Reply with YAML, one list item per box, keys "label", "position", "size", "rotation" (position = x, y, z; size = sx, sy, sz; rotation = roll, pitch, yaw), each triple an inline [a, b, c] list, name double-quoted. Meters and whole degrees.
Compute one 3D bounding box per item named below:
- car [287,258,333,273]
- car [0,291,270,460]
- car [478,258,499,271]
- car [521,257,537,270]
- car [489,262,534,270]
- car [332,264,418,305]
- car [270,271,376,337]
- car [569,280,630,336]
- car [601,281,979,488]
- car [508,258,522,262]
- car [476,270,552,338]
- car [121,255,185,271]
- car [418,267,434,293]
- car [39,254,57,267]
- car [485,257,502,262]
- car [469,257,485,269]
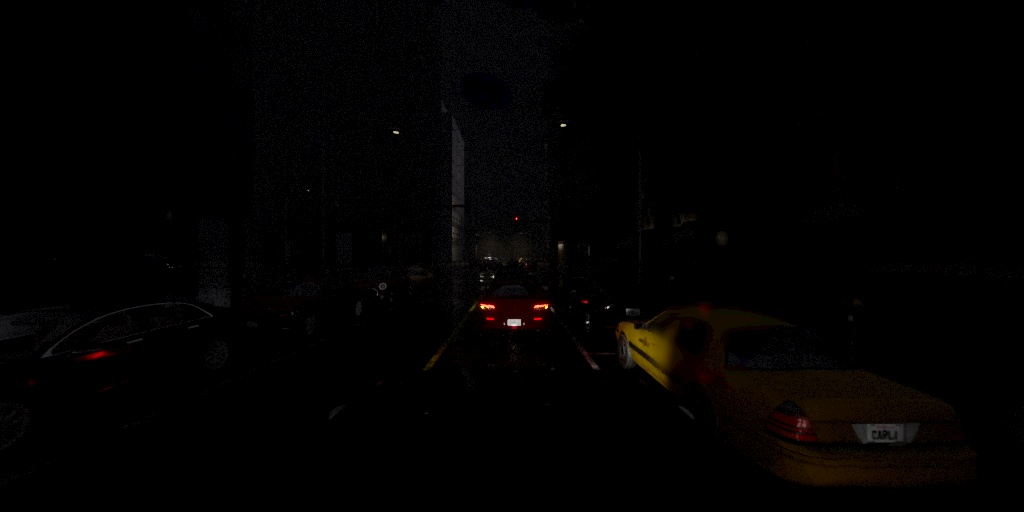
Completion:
- label: "car"
  position: [-17.847, 0.935, 32.596]
  size: [4.892, 1.490, 1.837]
  rotation: [2, 0, 0]
- label: "car"
  position: [-5.764, 1.301, 4.778]
  size: [2.007, 1.370, 4.403]
  rotation: [0, 0, 0]
- label: "car"
  position: [-3.140, 1.285, 47.966]
  size: [1.812, 1.442, 4.674]
  rotation: [0, 0, 0]
- label: "car"
  position: [2.716, 1.201, 53.127]
  size: [1.967, 1.591, 4.097]
  rotation: [0, 0, 0]
- label: "car"
  position: [0.003, 1.256, 18.946]
  size: [1.837, 1.490, 4.892]
  rotation: [0, 0, 0]
- label: "car"
  position: [-5.774, 1.191, 15.692]
  size: [1.967, 1.591, 4.097]
  rotation: [0, 0, 0]
- label: "car"
  position: [-5.769, 1.295, 10.235]
  size: [1.888, 1.381, 4.507]
  rotation: [0, 0, 0]
- label: "car"
  position: [2.756, 1.316, 10.245]
  size: [1.948, 1.339, 4.313]
  rotation: [0, 0, 0]
- label: "car"
  position: [2.761, 1.275, 4.958]
  size: [1.751, 1.417, 4.829]
  rotation: [0, 0, 0]
- label: "car"
  position: [0.060, 1.285, 47.743]
  size: [1.812, 1.442, 4.674]
  rotation: [0, 0, 1]
- label: "car"
  position: [0.063, 1.276, 10.079]
  size: [1.812, 1.442, 4.674]
  rotation: [0, 0, 0]
- label: "car"
  position: [-32.567, 0.651, 32.562]
  size: [4.892, 1.490, 1.837]
  rotation: [1, 0, 0]
- label: "car"
  position: [-5.779, 1.277, 20.979]
  size: [1.751, 1.417, 4.829]
  rotation: [0, 0, 0]
- label: "car"
  position: [-48.219, 0.418, 35.663]
  size: [4.181, 1.385, 1.994]
  rotation: [1, 0, 0]
- label: "car"
  position: [-3.136, 1.328, 57.934]
  size: [1.994, 1.385, 4.181]
  rotation: [0, 0, 0]
- label: "car"
  position: [-5.814, 1.079, 58.556]
  size: [2.192, 1.841, 5.009]
  rotation: [0, 0, 0]
